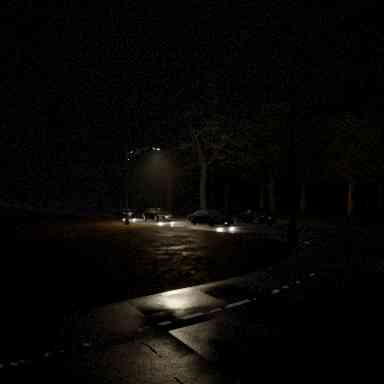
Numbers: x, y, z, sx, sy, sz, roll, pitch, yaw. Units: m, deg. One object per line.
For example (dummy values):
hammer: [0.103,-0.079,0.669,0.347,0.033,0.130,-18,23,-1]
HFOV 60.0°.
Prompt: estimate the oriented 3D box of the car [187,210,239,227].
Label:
car: [1.478,2.282,29.669,2.033,1.411,5.357,0,-2,-30]

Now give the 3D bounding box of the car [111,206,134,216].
car: [-11.919,3.223,56.618,2.128,1.511,4.902,1,-2,-33]

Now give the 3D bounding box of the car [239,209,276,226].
car: [5.551,2.267,30.161,1.994,1.385,4.181,1,-2,-33]

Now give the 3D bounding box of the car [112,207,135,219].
car: [-9.615,2.896,46.562,2.128,1.511,4.902,1,-2,-33]

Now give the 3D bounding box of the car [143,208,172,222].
car: [-4.029,2.579,38.028,1.837,1.490,4.892,1,-2,-33]
